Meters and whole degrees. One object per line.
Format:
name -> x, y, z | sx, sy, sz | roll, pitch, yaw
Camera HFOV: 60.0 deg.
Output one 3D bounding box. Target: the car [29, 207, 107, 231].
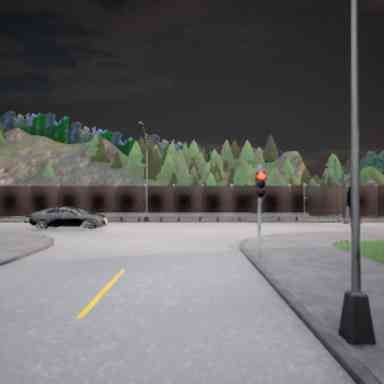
car -> -8.093, 1.727, 21.921 | 4.902, 1.511, 2.128 | 0, -1, 0
